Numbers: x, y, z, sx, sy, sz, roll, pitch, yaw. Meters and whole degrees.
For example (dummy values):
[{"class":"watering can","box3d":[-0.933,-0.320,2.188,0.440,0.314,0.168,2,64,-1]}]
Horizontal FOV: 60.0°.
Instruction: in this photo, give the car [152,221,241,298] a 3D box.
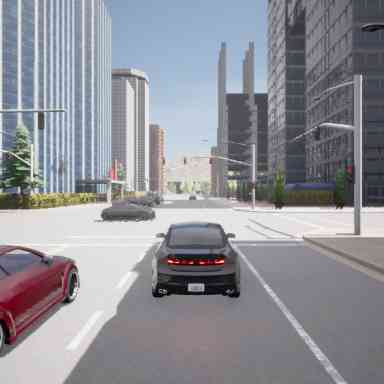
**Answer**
[{"class":"car","box3d":[0.095,1.505,8.523,1.837,1.490,4.892,0,0,0]}]

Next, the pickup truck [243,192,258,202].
[{"class":"pickup truck","box3d":[13.272,1.059,72.747,2.390,2.098,6.274,0,0,31]}]

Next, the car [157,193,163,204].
[{"class":"car","box3d":[-6.947,1.221,59.514,2.150,2.045,5.566,0,0,1]}]

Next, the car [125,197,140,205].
[{"class":"car","box3d":[-10.451,1.564,58.857,1.994,1.385,4.181,0,0,0]}]

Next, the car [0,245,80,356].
[{"class":"car","box3d":[-3.427,1.564,5.565,1.994,1.385,4.181,0,0,1]}]

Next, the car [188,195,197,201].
[{"class":"car","box3d":[0.181,1.524,86.997,1.812,1.442,4.674,0,0,0]}]

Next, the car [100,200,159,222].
[{"class":"car","box3d":[-4.932,1.564,25.863,4.181,1.385,1.994,0,0,1]}]

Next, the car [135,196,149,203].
[{"class":"car","box3d":[-10.357,1.525,69.018,2.128,1.511,4.902,0,0,0]}]

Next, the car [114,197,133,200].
[{"class":"car","box3d":[-10.482,1.478,48.873,1.882,1.535,5.008,0,0,0]}]

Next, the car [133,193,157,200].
[{"class":"car","box3d":[-6.980,1.352,49.674,2.097,1.767,4.553,0,0,0]}]
